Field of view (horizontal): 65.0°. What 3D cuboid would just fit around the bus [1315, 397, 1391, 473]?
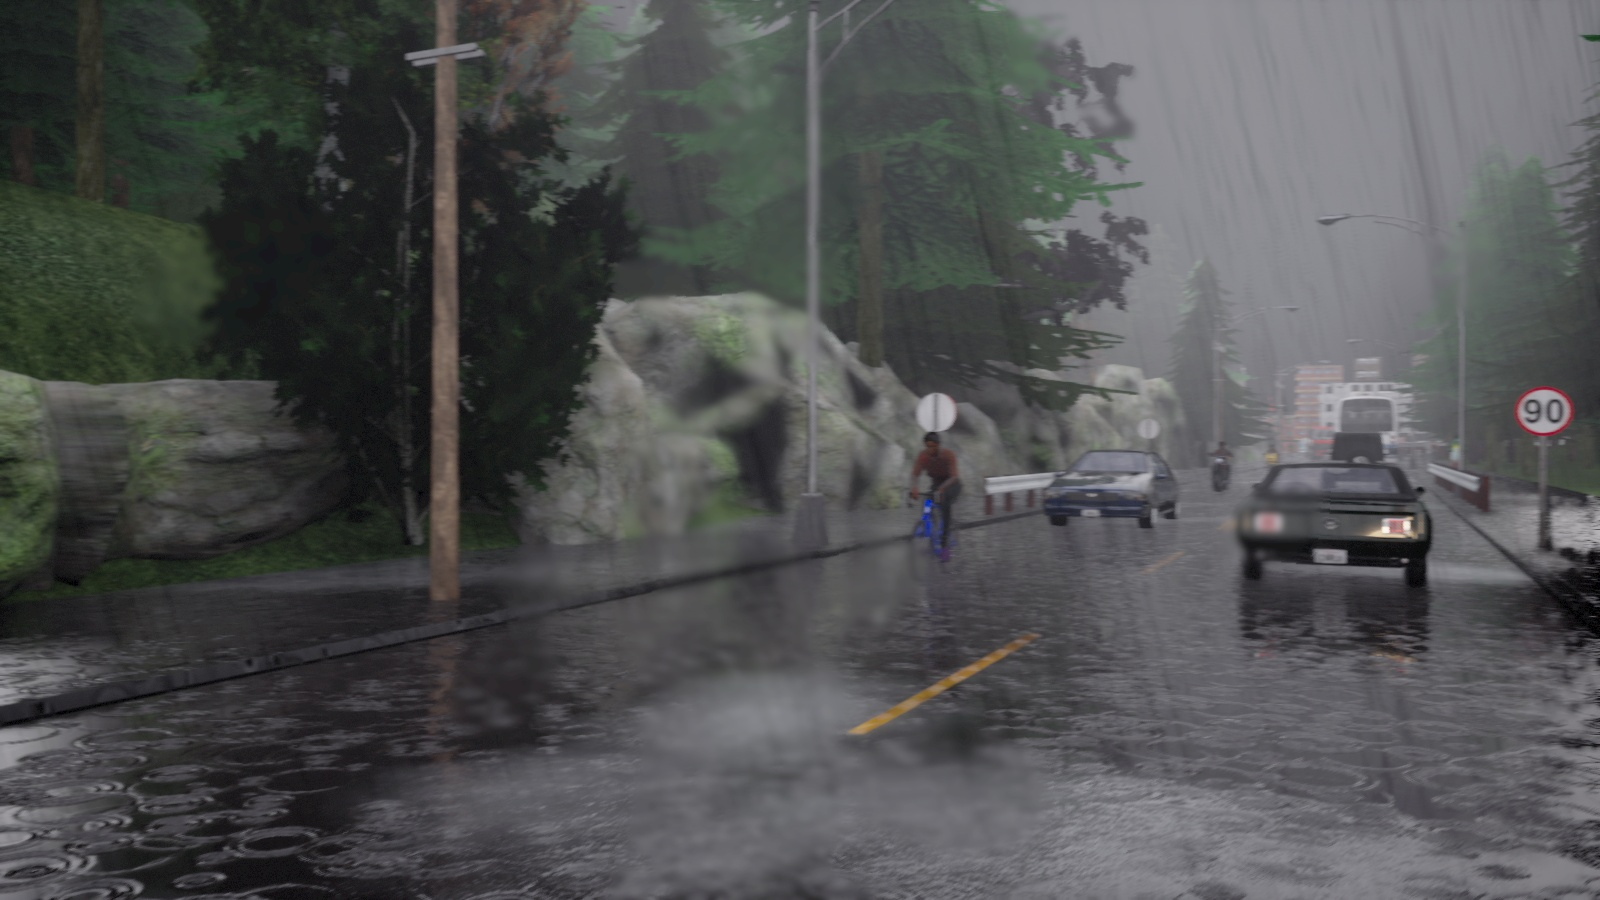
[{"bbox_3d":[33.414,-0.866,75.832,3.944,4.253,10.273,1,0,24],"label":"bus"}]

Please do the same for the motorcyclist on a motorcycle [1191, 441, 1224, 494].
[{"bbox_3d":[13.063,0.542,40.199,0.766,1.649,2.350,1,1,24],"label":"motorcyclist on a motorcycle"}]

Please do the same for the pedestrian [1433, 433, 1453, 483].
[{"bbox_3d":[25.528,0.323,49.851,0.659,1.952,0.873,1,0,24],"label":"pedestrian"}]

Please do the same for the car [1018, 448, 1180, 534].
[{"bbox_3d":[5.807,0.690,23.829,2.033,1.411,5.357,1,0,24],"label":"car"}]

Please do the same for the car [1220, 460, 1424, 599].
[{"bbox_3d":[6.209,0.798,14.869,1.895,1.301,4.718,1,0,24],"label":"car"}]

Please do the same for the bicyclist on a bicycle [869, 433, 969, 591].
[{"bbox_3d":[1.325,0.626,13.716,0.582,1.620,1.656,1,1,24],"label":"bicyclist on a bicycle"}]

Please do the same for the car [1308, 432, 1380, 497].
[{"bbox_3d":[16.702,0.420,38.536,1.905,1.878,3.866,1,0,24],"label":"car"}]
